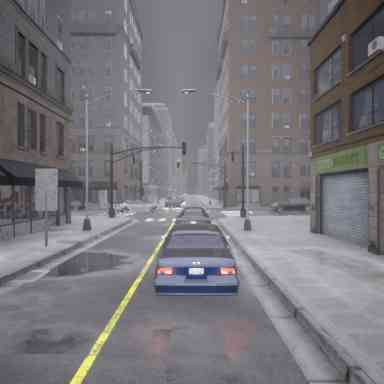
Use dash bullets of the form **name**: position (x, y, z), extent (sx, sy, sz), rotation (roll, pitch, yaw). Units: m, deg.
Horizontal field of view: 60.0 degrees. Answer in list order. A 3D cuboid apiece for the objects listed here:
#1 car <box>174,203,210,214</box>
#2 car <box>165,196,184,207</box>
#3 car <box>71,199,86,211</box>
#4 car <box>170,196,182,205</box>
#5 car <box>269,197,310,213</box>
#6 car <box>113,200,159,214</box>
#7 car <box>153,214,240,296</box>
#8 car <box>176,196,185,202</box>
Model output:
- **car**: position (0.086, 1.563, 19.353), extent (1.994, 1.385, 4.181), rotation (0, 0, 1)
- **car**: position (-2.810, 1.351, 49.838), extent (2.097, 1.767, 4.553), rotation (0, 0, 1)
- **car**: position (-14.697, 1.539, 39.283), extent (4.313, 1.339, 1.947), rotation (0, 0, 0)
- **car**: position (-2.758, 1.526, 58.567), extent (1.812, 1.442, 4.674), rotation (0, 0, 0)
- **car**: position (10.886, 1.353, 36.679), extent (4.553, 1.767, 2.097), rotation (0, 0, 0)
- **car**: position (-5.813, 1.524, 34.814), extent (4.674, 1.442, 1.812), rotation (0, 1, -18)
- **car**: position (0.094, 1.547, 8.807), extent (2.033, 1.411, 5.357), rotation (0, 0, 0)
- **car**: position (-2.654, 1.599, 78.884), extent (1.895, 1.301, 4.718), rotation (0, 0, 0)
